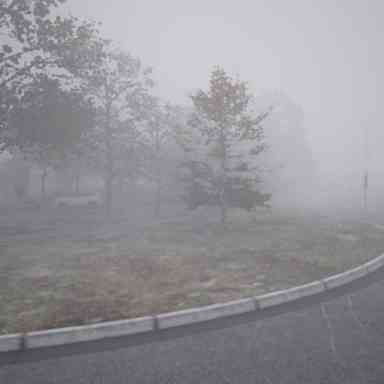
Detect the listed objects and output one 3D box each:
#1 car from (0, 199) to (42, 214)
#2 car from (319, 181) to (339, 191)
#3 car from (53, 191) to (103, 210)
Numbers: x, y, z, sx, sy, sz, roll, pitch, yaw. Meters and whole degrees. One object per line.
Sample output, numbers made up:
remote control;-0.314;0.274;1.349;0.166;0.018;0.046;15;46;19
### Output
car;-17.523;1.447;33.747;4.181;1.385;1.994;-2;1;-37
car;21.681;-1.062;52.614;2.033;1.411;5.357;-1;6;37
car;-13.567;0.960;39.729;5.566;2.045;2.150;-1;0;-18
